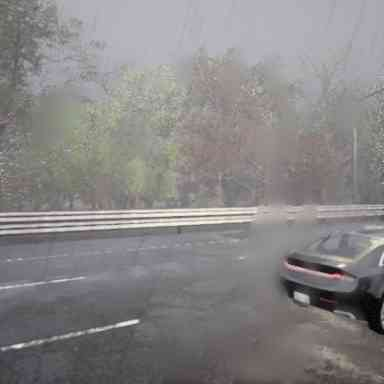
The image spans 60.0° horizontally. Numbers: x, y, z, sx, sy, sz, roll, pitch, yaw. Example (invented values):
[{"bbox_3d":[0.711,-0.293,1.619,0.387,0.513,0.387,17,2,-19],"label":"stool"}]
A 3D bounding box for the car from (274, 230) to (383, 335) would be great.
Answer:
[{"bbox_3d":[3.862,1.546,6.764,4.902,1.511,2.128,1,0,-32],"label":"car"}]
